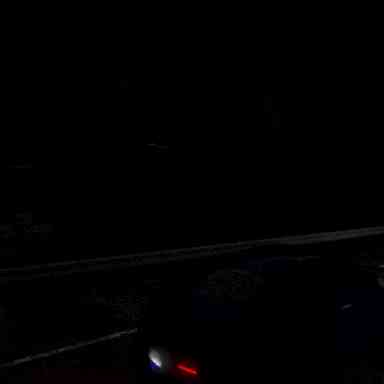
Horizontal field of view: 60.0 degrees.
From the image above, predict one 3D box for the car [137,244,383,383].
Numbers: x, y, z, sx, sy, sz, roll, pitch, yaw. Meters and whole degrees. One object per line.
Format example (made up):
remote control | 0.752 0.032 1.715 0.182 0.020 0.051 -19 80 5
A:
car | 1.518 1.498 4.718 4.674 1.442 1.812 0 0 -35
